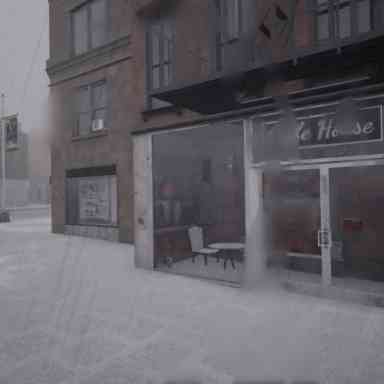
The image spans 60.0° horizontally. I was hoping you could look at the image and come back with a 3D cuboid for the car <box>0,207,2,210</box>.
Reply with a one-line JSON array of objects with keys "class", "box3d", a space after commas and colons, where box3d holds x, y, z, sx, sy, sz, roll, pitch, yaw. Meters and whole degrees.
[{"class": "car", "box3d": [-20.789, 1.455, 30.908, 2.033, 1.411, 5.357, -2, 0, 35]}]
